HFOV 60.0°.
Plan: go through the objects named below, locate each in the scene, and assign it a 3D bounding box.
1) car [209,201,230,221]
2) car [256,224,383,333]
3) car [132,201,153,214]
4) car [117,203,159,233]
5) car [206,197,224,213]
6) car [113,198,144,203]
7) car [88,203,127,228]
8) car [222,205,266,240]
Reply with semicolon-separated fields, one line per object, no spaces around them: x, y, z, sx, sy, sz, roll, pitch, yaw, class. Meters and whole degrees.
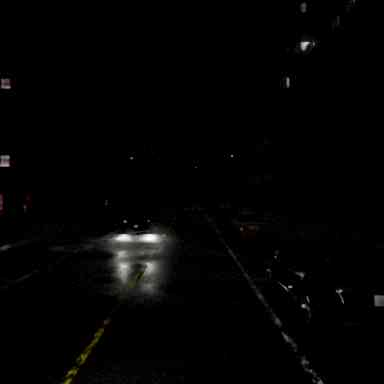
2.833;1.708;28.463;2.008;1.369;4.403;1;0;0;car
2.770;1.604;6.832;1.947;1.339;4.313;1;0;0;car
-5.816;1.802;39.630;1.802;1.307;4.206;1;0;0;car
-3.104;1.640;20.743;1.812;1.442;4.674;0;0;0;car
2.835;1.535;39.599;2.192;1.841;5.009;1;0;0;car
-5.811;1.473;28.495;2.192;1.841;5.009;1;0;0;car
-5.813;1.677;22.926;2.008;1.369;4.403;1;0;0;car
2.835;1.622;17.496;1.752;1.417;4.829;1;0;0;car
